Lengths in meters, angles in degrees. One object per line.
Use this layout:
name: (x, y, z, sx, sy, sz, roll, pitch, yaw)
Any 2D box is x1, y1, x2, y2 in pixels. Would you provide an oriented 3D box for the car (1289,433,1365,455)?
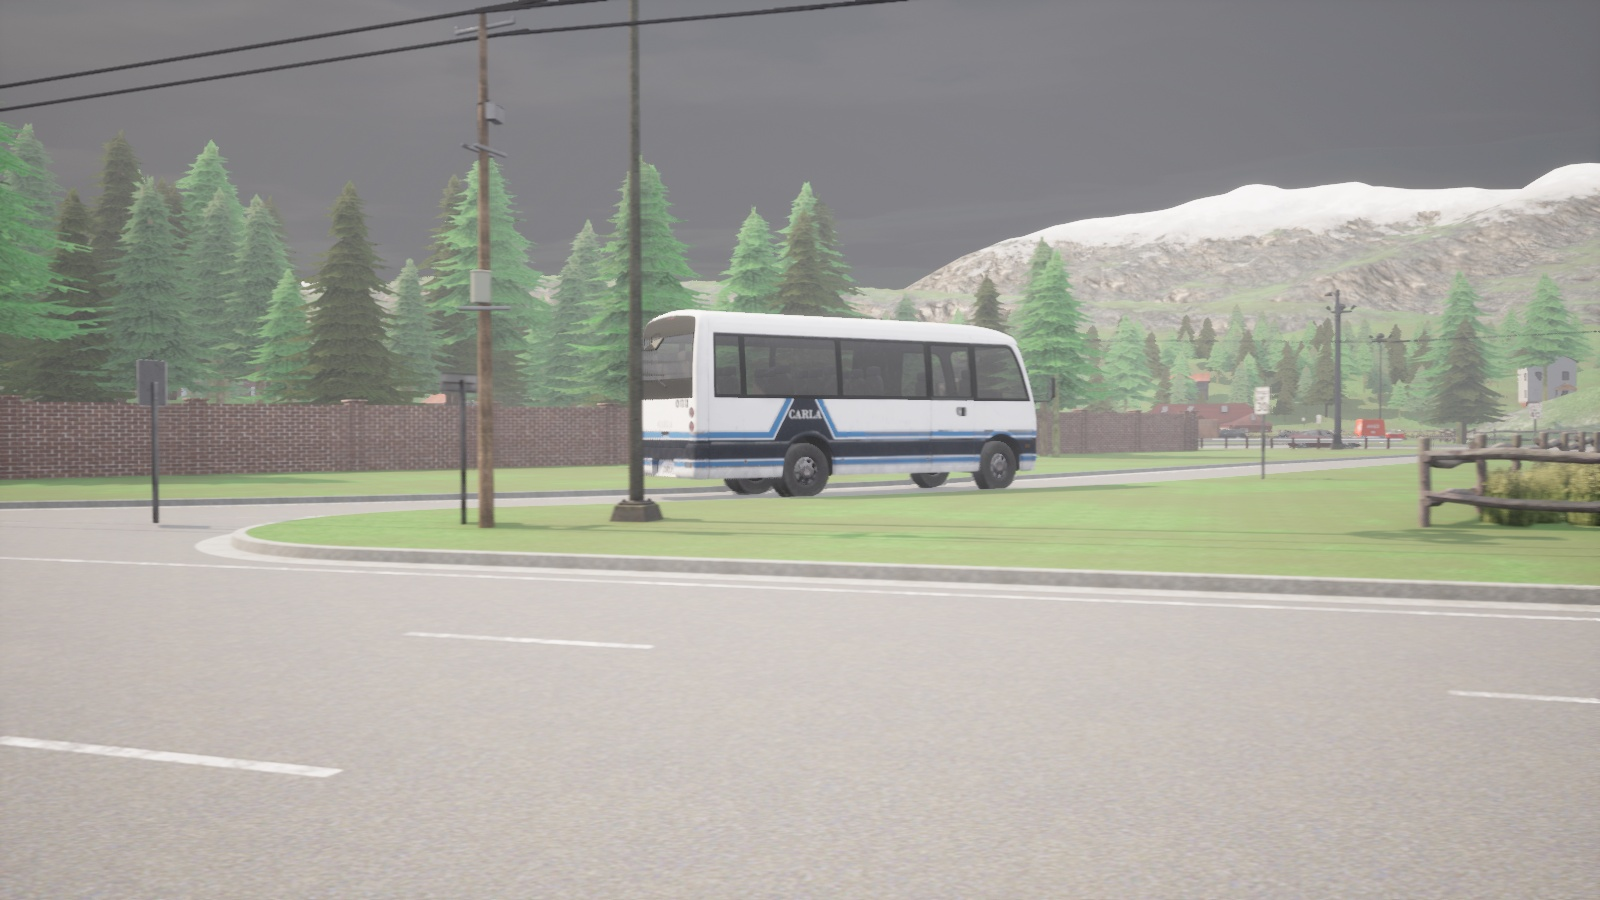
car: (37.143, -0.453, 88.601, 4.792, 1.488, 2.163, 0, 1, 18)

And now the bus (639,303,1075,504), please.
bus: (1.582, -1.040, 30.965, 10.273, 4.253, 3.944, 0, 1, -32)
